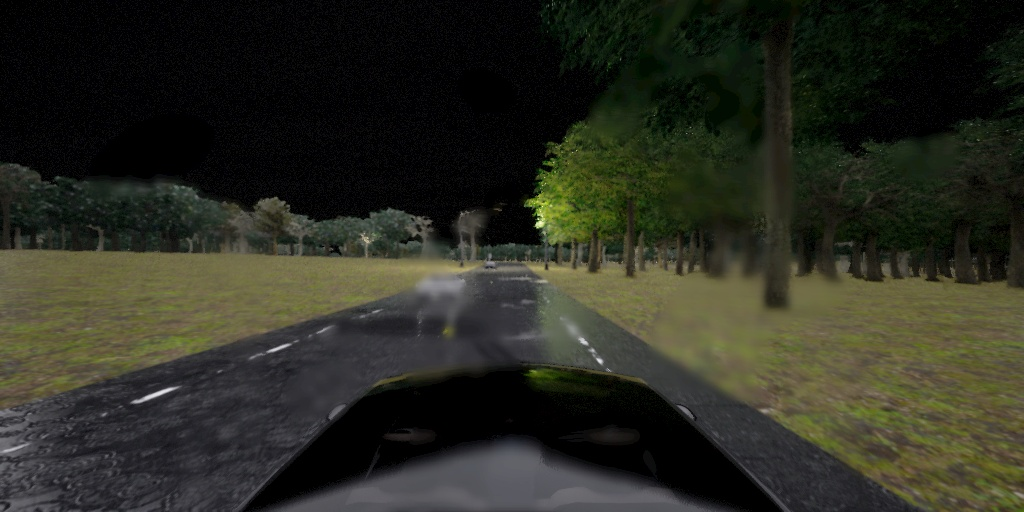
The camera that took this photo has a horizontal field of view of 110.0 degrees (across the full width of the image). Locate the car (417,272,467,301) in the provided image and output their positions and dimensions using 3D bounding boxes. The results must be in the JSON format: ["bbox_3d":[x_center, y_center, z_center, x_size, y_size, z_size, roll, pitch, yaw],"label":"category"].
[{"bbox_3d":[-3.608,1.562,19.065,1.895,1.301,4.718,0,-1,0],"label":"car"}]

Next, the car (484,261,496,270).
[{"bbox_3d":[-3.559,1.551,59.552,2.033,1.411,5.357,0,0,1],"label":"car"}]
